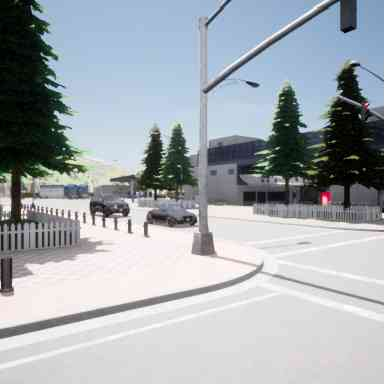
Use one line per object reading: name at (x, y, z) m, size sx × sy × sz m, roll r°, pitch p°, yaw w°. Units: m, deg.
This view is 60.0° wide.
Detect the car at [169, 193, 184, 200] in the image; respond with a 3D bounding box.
car at (-3.922, 1.112, 85.982) m, size 1.932 × 1.855 × 4.605 m, roll 0°, pitch 0°, yaw -37°

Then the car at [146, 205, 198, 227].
car at (-1.450, 1.579, 22.849) m, size 1.994 × 1.385 × 4.181 m, roll 0°, pitch 0°, yaw -37°

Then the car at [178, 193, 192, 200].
car at (-1.834, 1.092, 88.044) m, size 1.905 × 1.878 × 3.866 m, roll 0°, pitch 0°, yaw -37°

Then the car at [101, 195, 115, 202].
car at (-18.931, 1.389, 75.022) m, size 1.845 × 1.501 × 3.633 m, roll 0°, pitch 0°, yaw -37°

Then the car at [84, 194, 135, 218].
car at (-7.885, 1.237, 31.366) m, size 2.150 × 2.045 × 5.566 m, roll 0°, pitch 0°, yaw -37°

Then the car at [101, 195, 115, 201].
car at (-20.958, 1.399, 82.757) m, size 1.970 × 1.475 × 3.806 m, roll 0°, pitch 0°, yaw -37°
